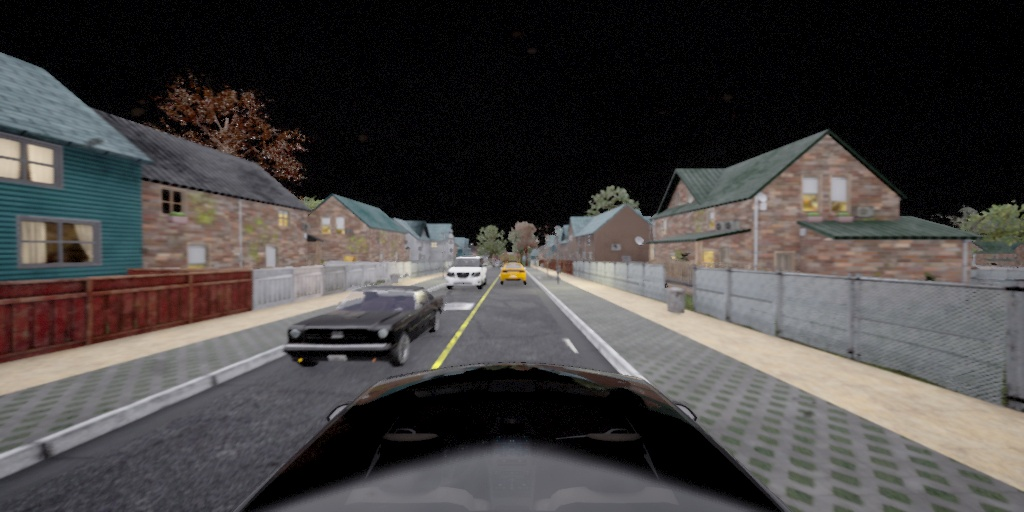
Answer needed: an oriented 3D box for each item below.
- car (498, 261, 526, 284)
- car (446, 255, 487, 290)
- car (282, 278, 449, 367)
[{"bbox_3d":[0.101,1.299,27.929,1.882,1.535,5.008,0,0,0],"label":"car"},{"bbox_3d":[-2.829,1.011,23.406,2.150,2.045,5.566,0,1,0],"label":"car"},{"bbox_3d":[-2.851,1.357,8.046,1.895,1.301,4.718,0,0,0],"label":"car"}]
